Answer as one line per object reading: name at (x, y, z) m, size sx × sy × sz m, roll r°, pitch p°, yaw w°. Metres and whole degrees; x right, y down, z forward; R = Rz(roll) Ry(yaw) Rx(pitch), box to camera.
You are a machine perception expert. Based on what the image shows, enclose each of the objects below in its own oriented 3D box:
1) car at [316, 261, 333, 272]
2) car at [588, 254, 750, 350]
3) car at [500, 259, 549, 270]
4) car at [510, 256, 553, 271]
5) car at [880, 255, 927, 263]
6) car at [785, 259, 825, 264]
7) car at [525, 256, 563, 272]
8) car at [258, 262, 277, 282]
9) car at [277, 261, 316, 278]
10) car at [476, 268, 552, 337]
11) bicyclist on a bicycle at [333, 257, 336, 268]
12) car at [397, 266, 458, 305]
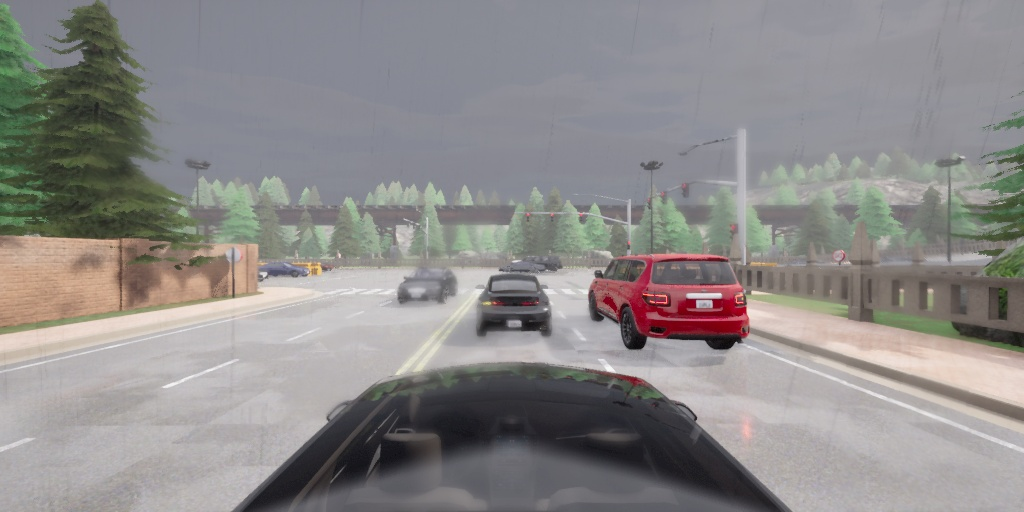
car at (-24.956, 1.351, 44.511) m, size 4.718 × 1.301 × 1.895 m, roll 0°, pitch 0°, yaw 0°
car at (3.517, 0.971, 9.233) m, size 2.150 × 2.045 × 5.566 m, roll 0°, pitch 0°, yaw 0°
car at (1.166, 1.297, 41.055) m, size 5.357 × 1.411 × 2.033 m, roll 0°, pitch 0°, yaw 0°
car at (2.581, 0.972, 48.058) m, size 5.566 × 2.045 × 2.150 m, roll 0°, pitch 0°, yaw 0°
car at (44.622, 0.814, 41.186) m, size 4.553 × 1.767 × 2.097 m, roll -3°, pitch 0°, yaw 0°
car at (39.166, 1.151, 48.163) m, size 4.902 × 1.511 × 2.128 m, roll -1°, pitch 0°, yaw 0°
car at (3.471, 0.972, 44.559) m, size 5.566 × 2.045 × 2.150 m, roll 0°, pitch 0°, yaw 0°
car at (-20.932, 1.242, 26.804) m, size 4.902 × 1.511 × 2.128 m, roll 0°, pitch 0°, yaw 0°
car at (-21.555, 1.276, 33.817) m, size 4.674 × 1.442 × 1.812 m, roll 0°, pitch 0°, yaw 0°
car at (0.021, 1.255, 10.334) m, size 1.837 × 1.490 × 4.892 m, roll 0°, pitch 0°, yaw -1°
bicyclist on a bicycle at (-27.410, 1.051, 55.790) m, size 0.582 × 1.620 × 1.656 m, roll 0°, pitch 0°, yaw 0°
car at (-3.618, 1.241, 16.090) m, size 2.128 × 1.511 × 4.902 m, roll 0°, pitch 0°, yaw 1°
